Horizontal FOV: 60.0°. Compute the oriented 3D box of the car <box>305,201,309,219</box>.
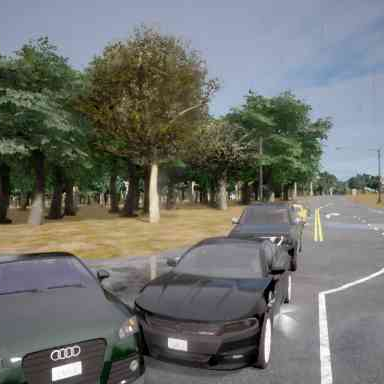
[{"bbox_3d":[7.233,1.664,24.063,1.882,1.535,5.008,-1,0,21],"label":"car"}]

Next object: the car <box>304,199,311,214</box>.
[{"bbox_3d":[11.319,1.563,34.943,2.097,1.767,4.553,-1,0,21],"label":"car"}]

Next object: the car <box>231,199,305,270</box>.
[{"bbox_3d":[2.857,1.460,12.405,2.150,2.045,5.566,-2,0,21],"label":"car"}]

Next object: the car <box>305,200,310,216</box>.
[{"bbox_3d":[9.291,1.725,29.568,1.812,1.442,4.674,-1,0,21],"label":"car"}]

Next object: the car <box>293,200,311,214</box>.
[{"bbox_3d":[13.314,1.748,40.153,1.812,1.442,4.674,-1,0,21],"label":"car"}]

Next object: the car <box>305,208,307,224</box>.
[{"bbox_3d":[5.084,1.774,18.309,1.895,1.301,4.718,-1,0,21],"label":"car"}]

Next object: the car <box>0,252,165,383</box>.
[{"bbox_3d":[-2.309,1.643,4.967,1.994,1.385,4.181,1,-2,-33],"label":"car"}]

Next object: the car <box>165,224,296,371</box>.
[{"bbox_3d":[0.737,1.613,6.264,1.882,1.535,5.008,-1,-2,21],"label":"car"}]
